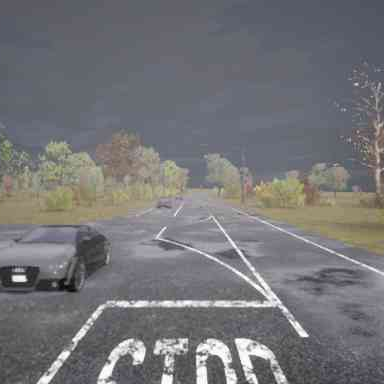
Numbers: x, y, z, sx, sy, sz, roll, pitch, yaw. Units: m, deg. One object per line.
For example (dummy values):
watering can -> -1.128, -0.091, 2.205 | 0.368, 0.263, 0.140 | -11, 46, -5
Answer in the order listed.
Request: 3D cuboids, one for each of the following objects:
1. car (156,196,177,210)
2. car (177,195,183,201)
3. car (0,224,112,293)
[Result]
car -> -3.409, 1.506, 42.014 | 2.033, 1.411, 5.357 | 0, 0, 0
car -> -3.161, 1.432, 80.640 | 1.994, 1.385, 4.181 | 0, 0, 2
car -> -3.496, 1.557, 8.728 | 1.994, 1.385, 4.181 | 0, 0, 0
